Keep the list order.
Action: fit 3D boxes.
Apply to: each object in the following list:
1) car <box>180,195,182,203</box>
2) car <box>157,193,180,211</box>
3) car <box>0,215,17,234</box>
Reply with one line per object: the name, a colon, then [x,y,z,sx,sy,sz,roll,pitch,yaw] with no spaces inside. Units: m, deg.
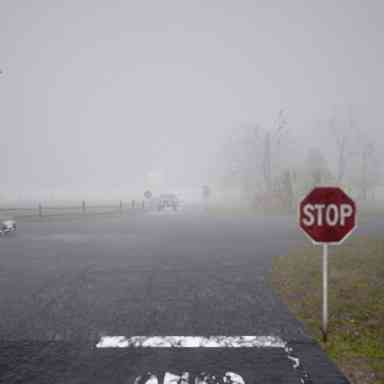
car: [-2.992,1.528,51.572,1.895,1.301,4.718,0,0,0]
car: [-3.007,1.169,41.282,2.150,2.045,5.566,0,0,0]
car: [-11.722,1.528,17.541,4.902,1.511,2.128,0,0,10]
